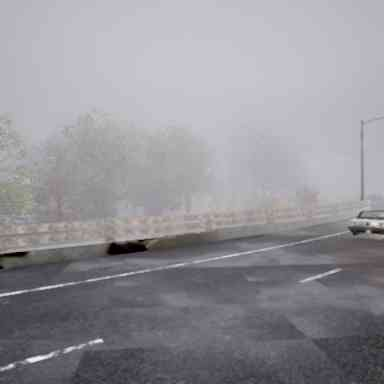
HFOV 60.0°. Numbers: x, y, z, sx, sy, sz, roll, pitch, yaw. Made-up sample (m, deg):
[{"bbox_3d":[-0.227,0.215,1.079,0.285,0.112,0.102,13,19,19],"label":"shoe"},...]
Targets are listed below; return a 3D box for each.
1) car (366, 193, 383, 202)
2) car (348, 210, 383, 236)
[{"bbox_3d":[37.746,1.082,68.931,2.097,1.767,4.553,0,0,10],"label":"car"},{"bbox_3d":[9.860,1.567,17.270,1.895,1.301,4.718,0,0,44],"label":"car"}]
